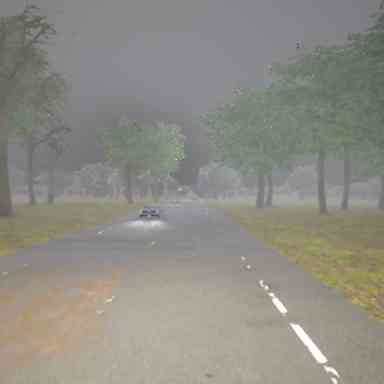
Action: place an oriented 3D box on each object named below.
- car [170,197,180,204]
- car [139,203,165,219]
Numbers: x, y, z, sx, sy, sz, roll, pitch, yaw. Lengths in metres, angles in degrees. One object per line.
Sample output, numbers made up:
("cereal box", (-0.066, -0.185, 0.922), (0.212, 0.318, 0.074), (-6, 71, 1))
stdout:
("car", (-3.527, 1.844, 70.645), (2.128, 1.511, 4.902), (0, 0, 0))
("car", (-3.607, 1.725, 30.215), (1.895, 1.301, 4.718), (0, 0, 0))
